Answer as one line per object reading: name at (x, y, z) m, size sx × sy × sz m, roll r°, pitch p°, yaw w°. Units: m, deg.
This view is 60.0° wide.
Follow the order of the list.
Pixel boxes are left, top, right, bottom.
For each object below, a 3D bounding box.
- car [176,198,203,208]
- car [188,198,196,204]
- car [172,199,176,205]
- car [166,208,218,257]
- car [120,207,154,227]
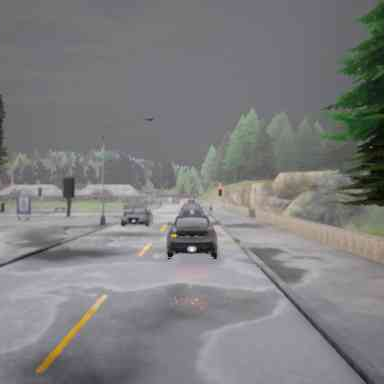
car at (-0.106, 1.656, 28.401) m, size 2.097 × 1.767 × 4.553 m, roll 0°, pitch -1°, yaw -2°
car at (-0.037, 2.187, 80.809) m, size 1.882 × 1.535 × 5.008 m, roll 0°, pitch -1°, yaw 0°
car at (-4.039, 2.413, 83.841) m, size 2.128 × 1.511 × 4.902 m, roll 0°, pitch -1°, yaw 0°
car at (0.013, 1.653, 13.493) m, size 1.837 × 1.490 × 4.892 m, roll 0°, pitch 0°, yaw 0°
car at (-4.026, 1.832, 24.910) m, size 1.994 × 1.385 × 4.181 m, roll 0°, pitch -1°, yaw 0°
